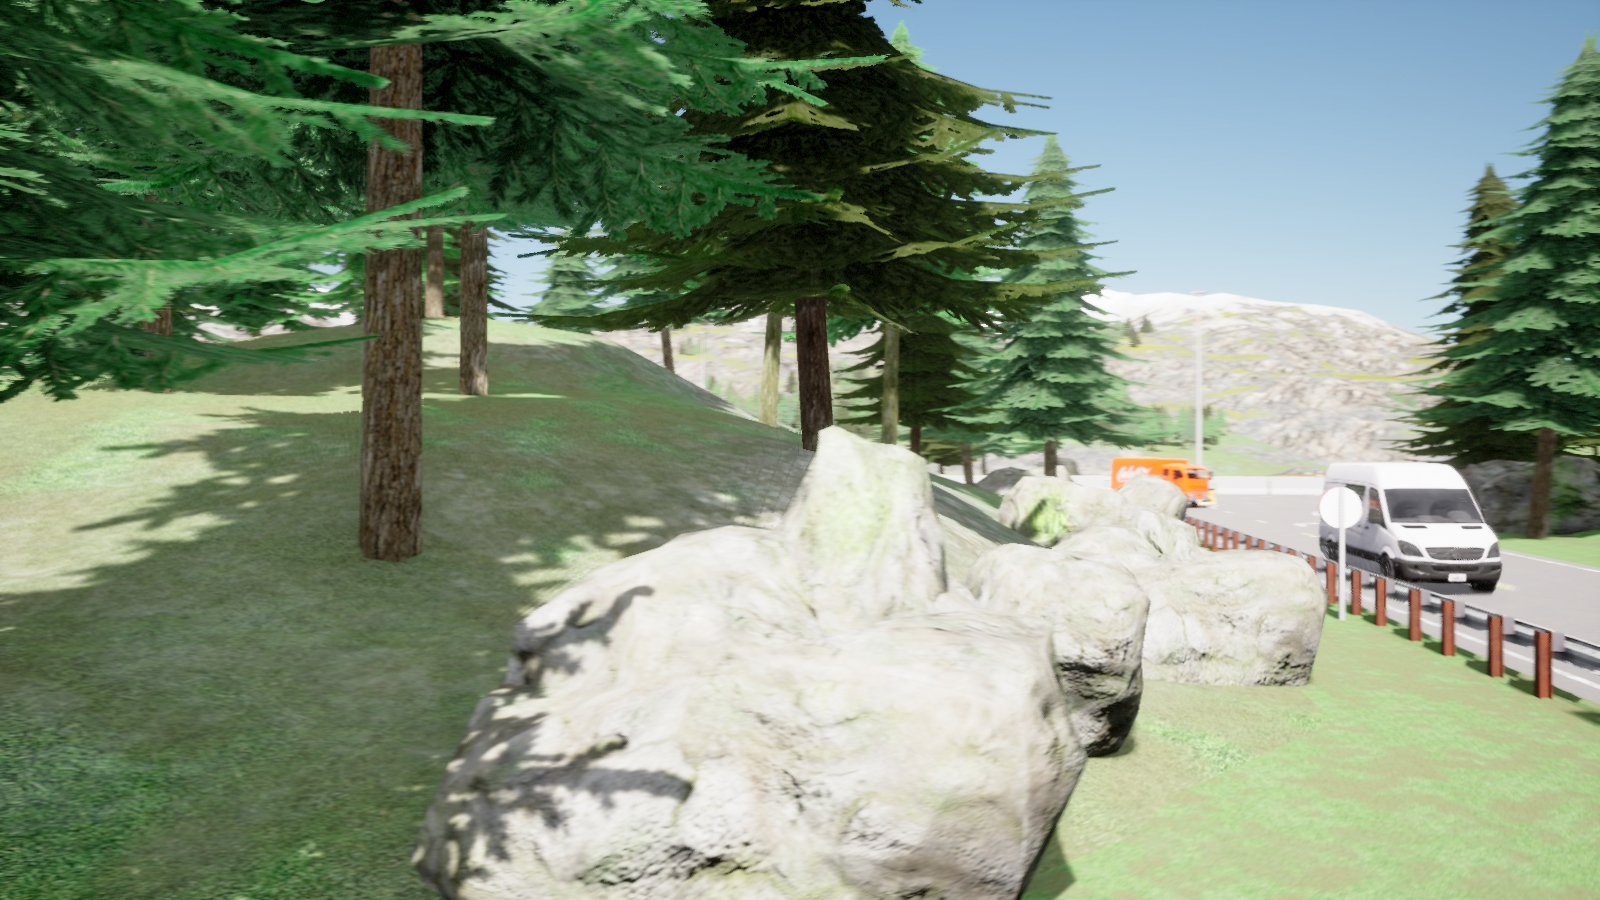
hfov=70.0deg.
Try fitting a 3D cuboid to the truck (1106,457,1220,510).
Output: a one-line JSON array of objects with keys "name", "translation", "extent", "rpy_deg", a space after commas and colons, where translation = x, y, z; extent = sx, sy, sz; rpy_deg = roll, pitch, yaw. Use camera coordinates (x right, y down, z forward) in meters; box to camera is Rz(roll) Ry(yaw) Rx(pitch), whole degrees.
[{"name": "truck", "translation": [18.393, 1.650, 58.204], "extent": [2.627, 2.467, 5.204], "rpy_deg": [1, 0, -26]}]

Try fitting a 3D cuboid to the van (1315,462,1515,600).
[{"name": "van", "translation": [13.073, 1.567, 24.780], "extent": [1.988, 2.561, 5.915], "rpy_deg": [0, 0, 9]}]
